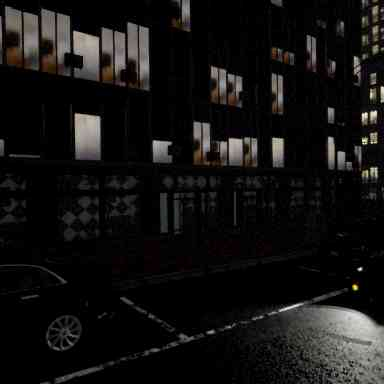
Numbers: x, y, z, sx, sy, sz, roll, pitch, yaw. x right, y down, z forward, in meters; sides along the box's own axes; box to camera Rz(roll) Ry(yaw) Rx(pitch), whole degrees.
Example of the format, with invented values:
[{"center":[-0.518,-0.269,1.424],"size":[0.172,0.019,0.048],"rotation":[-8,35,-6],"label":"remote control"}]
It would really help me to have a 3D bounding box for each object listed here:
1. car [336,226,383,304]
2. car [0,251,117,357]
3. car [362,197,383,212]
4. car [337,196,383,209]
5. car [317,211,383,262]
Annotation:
[{"center":[5.233,1.561,7.106],"size":[4.181,1.385,1.994],"rotation":[0,0,-35],"label":"car"},{"center":[-3.210,1.551,4.413],"size":[4.403,1.369,2.008],"rotation":[0,-1,-36],"label":"car"},{"center":[18.052,1.442,34.343],"size":[1.994,1.385,4.181],"rotation":[-1,1,-35],"label":"car"},{"center":[20.550,1.274,40.850],"size":[1.752,1.417,4.829],"rotation":[-1,1,-35],"label":"car"},{"center":[5.964,1.542,10.992],"size":[4.507,1.381,1.887],"rotation":[0,-1,-36],"label":"car"}]
